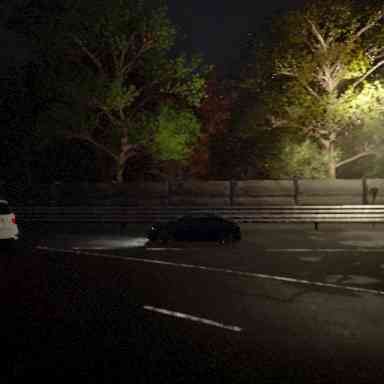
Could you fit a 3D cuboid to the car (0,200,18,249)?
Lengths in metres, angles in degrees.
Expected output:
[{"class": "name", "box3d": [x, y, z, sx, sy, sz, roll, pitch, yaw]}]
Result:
[{"class": "car", "box3d": [-9.555, 1.322, 13.496, 5.566, 2.045, 2.150, -1, 0, 27]}]

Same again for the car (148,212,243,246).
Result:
[{"class": "car", "box3d": [0.168, 1.592, 14.940, 4.181, 1.385, 1.994, -1, 0, 6]}]
